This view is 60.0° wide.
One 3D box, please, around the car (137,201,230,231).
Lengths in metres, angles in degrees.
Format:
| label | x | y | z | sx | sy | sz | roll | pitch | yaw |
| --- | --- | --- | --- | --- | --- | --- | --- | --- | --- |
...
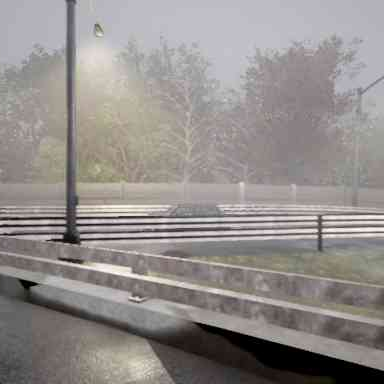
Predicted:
| label | x | y | z | sx | sy | sz | roll | pitch | yaw |
| --- | --- | --- | --- | --- | --- | --- | --- | --- | --- |
| car | -0.466 | 1.320 | 16.673 | 4.553 | 1.767 | 2.097 | 0 | 0 | -11 |
